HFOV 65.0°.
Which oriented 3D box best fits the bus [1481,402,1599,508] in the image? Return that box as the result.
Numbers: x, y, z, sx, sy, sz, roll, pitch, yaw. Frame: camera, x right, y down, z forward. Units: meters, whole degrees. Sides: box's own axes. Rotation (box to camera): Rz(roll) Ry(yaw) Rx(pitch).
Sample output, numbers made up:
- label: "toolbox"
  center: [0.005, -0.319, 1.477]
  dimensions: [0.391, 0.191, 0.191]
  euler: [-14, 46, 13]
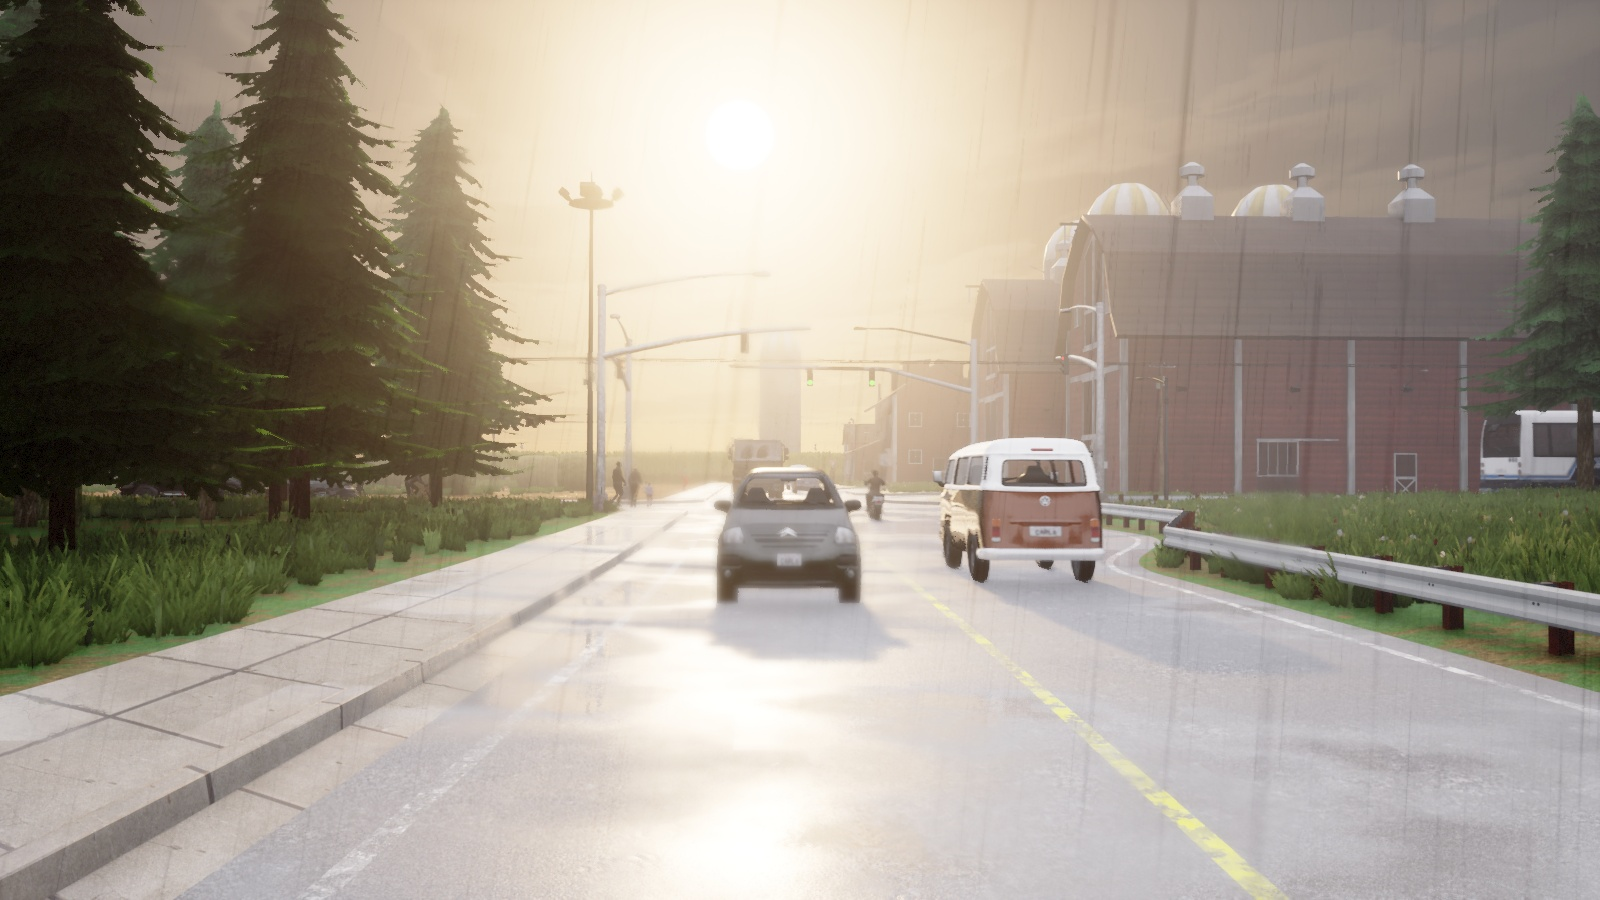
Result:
- label: "bus"
  center: [34.838, 0.210, 52.771]
  dimensions: [10.273, 4.253, 3.944]
  euler: [0, -1, -1]

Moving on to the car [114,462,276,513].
- label: "car"
  center: [-24.681, 1.519, 51.367]
  dimensions: [5.566, 2.045, 2.150]
  euler: [0, -1, -1]

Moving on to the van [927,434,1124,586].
- label: "van"
  center: [3.267, 0.846, 19.158]
  dimensions: [2.069, 2.038, 4.480]
  euler: [0, -1, -2]

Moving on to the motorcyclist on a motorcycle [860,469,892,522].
- label: "motorcyclist on a motorcycle"
  center: [2.432, 1.433, 40.465]
  dimensions: [0.766, 1.649, 2.350]
  euler: [0, -1, -2]

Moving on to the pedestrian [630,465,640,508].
- label: "pedestrian"
  center: [-7.036, 1.563, 53.634]
  dimensions: [0.331, 1.846, 0.634]
  euler: [0, -1, 0]

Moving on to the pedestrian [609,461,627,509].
- label: "pedestrian"
  center: [-7.057, 1.339, 48.620]
  dimensions: [0.353, 1.847, 0.614]
  euler: [-1, -1, 34]

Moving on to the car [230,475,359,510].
- label: "car"
  center: [-22.073, 1.855, 54.922]
  dimensions: [4.892, 1.490, 1.837]
  euler: [0, -1, -1]

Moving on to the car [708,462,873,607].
- label: "car"
  center: [-0.153, 0.983, 16.094]
  dimensions: [1.851, 1.617, 3.988]
  euler: [0, -1, -1]

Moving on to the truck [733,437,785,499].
- label: "truck"
  center: [-2.453, 1.076, 73.816]
  dimensions: [2.891, 3.462, 7.936]
  euler: [0, -1, -2]
